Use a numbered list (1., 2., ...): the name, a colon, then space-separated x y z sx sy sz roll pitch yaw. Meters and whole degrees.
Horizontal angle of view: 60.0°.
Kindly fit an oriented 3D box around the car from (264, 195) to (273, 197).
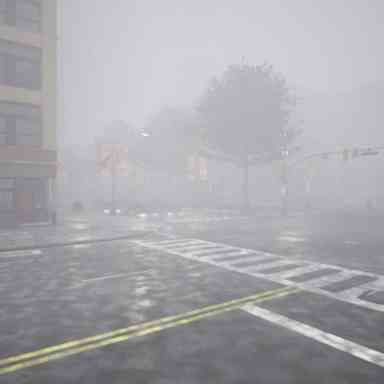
1. car: 16.203 1.338 72.093 2.002 1.452 4.674 0 0 -36

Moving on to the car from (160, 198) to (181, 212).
1. car: -3.181 1.512 39.075 1.837 1.490 4.892 0 0 -36

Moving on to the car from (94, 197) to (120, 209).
1. car: -11.669 1.484 44.893 1.882 1.535 5.008 0 0 -36

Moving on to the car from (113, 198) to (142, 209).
1. car: -9.235 1.554 47.513 2.033 1.411 5.357 0 0 -35

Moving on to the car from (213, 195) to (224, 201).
1. car: 5.712 1.430 79.557 2.161 1.482 4.786 0 0 -36

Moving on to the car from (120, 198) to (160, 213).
1. car: -5.835 1.511 36.771 1.837 1.490 4.892 0 0 -36
